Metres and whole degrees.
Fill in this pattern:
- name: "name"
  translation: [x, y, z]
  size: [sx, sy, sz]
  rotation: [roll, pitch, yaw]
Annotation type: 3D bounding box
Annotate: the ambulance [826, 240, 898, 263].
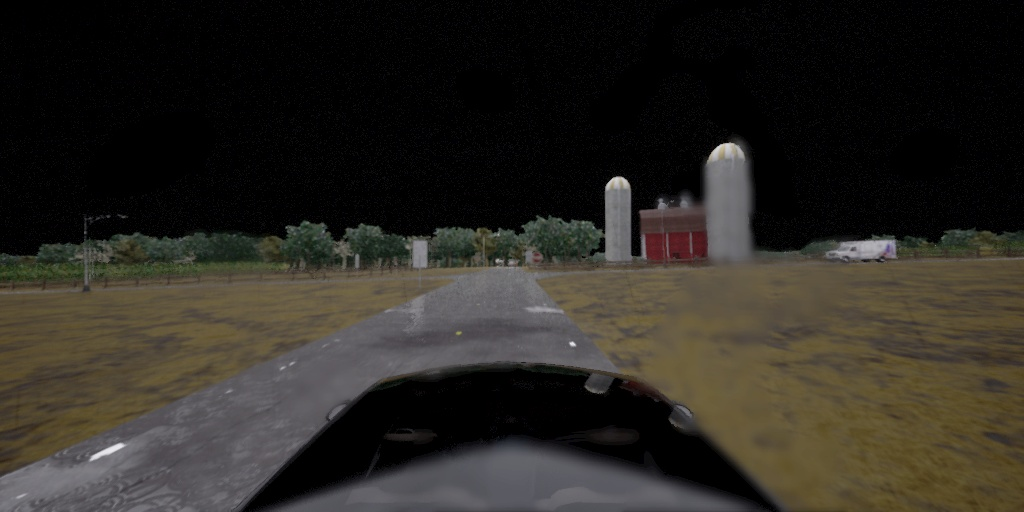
- name: "ambulance"
  translation: [39.341, -0.453, 40.554]
  size: [6.366, 2.431, 2.351]
  rotation: [-2, -1, 0]
